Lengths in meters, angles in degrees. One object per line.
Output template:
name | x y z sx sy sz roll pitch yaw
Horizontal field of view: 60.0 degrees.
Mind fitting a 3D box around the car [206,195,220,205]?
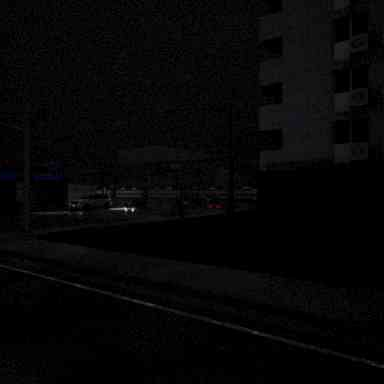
car | 3.916 1.526 58.460 1.812 1.442 4.674 0 0 4

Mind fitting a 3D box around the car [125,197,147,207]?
car | -8.353 1.491 49.988 2.128 1.511 4.902 0 0 15

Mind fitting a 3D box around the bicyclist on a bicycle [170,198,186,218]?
bicyclist on a bicycle | -1.169 1.300 27.291 1.656 1.620 0.582 0 0 36

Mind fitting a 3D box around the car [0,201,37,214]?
car | -17.886 1.601 32.461 1.895 1.301 4.718 0 0 35

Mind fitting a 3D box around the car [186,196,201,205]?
car | 0.566 1.547 59.344 2.033 1.411 5.357 0 0 4

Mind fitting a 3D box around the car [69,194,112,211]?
car | -12.300 1.221 40.713 2.150 2.045 5.566 0 0 29
